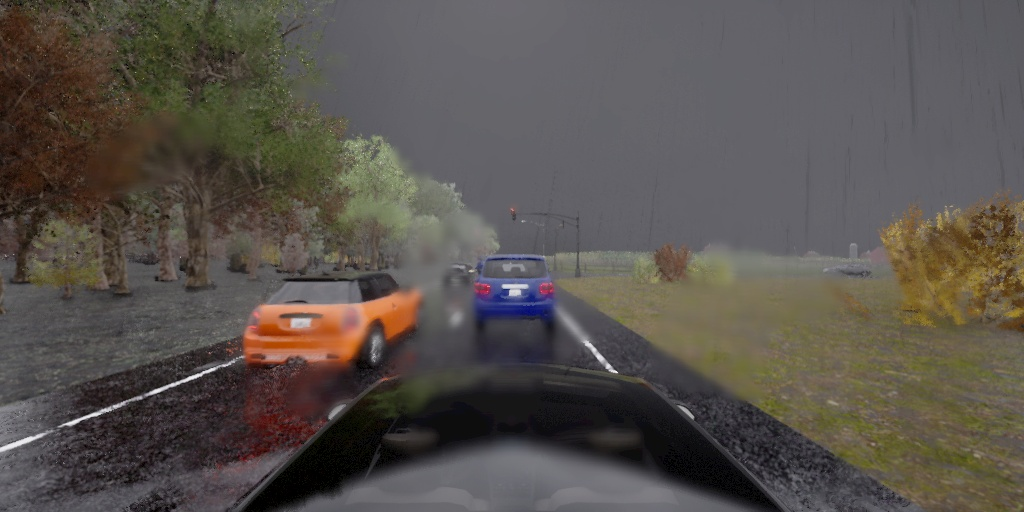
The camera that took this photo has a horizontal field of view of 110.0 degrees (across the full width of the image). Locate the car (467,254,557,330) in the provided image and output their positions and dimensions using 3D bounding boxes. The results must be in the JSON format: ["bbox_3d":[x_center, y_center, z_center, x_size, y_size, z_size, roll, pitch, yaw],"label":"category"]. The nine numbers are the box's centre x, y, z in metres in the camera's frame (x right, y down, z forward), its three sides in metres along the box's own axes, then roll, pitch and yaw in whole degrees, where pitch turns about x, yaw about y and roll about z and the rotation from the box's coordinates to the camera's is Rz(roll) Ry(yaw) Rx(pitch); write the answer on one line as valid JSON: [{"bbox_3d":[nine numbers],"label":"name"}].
[{"bbox_3d":[0.078,0.979,11.223,2.150,2.045,5.566,0,0,0],"label":"car"}]

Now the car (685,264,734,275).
[{"bbox_3d":[23.695,1.641,43.193,5.357,1.411,2.033,1,-1,0],"label":"car"}]

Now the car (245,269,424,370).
[{"bbox_3d":[-3.414,1.109,7.922,2.097,1.767,4.553,0,0,0],"label":"car"}]

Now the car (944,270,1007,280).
[{"bbox_3d":[50.936,1.875,39.503,5.357,1.411,2.033,1,-1,1],"label":"car"}]

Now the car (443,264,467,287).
[{"bbox_3d":[-3.450,1.275,24.373,1.837,1.490,4.892,0,0,0],"label":"car"}]

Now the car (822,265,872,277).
[{"bbox_3d":[40.219,1.764,43.142,4.902,1.511,2.128,1,-1,0],"label":"car"}]
